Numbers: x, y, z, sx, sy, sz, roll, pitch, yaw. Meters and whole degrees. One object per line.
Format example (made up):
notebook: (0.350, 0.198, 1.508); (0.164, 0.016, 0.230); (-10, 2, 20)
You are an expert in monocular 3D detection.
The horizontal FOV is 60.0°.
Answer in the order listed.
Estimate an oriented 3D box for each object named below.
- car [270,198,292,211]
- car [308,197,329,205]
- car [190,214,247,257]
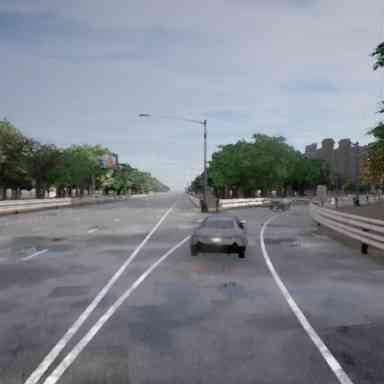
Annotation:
car: (11.085, 1.530, 41.471); (1.837, 1.490, 4.892); (-1, 0, 30)
car: (21.226, 1.573, 55.820); (2.033, 1.411, 5.357); (0, 0, 41)
car: (1.154, 1.571, 13.089); (1.994, 1.385, 4.181); (0, 0, 9)
